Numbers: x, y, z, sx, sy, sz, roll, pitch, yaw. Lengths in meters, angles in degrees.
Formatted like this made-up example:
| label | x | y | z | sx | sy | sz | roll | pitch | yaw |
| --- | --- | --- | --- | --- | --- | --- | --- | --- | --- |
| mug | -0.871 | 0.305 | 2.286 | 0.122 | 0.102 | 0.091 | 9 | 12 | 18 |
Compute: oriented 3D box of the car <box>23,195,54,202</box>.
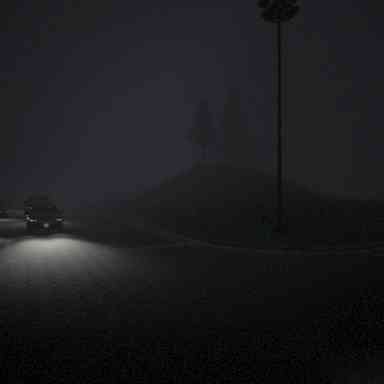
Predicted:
| label | x | y | z | sx | sy | sz | roll | pitch | yaw |
| --- | --- | --- | --- | --- | --- | --- | --- | --- | --- |
| car | -13.702 | 1.284 | 29.676 | 2.150 | 2.045 | 5.566 | 0 | 0 | -26 |

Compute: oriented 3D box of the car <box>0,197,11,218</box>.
| label | x | y | z | sx | sy | sz | roll | pitch | yaw |
| --- | --- | --- | --- | --- | --- | --- | --- | --- | --- |
| car | -17.949 | 1.570 | 30.352 | 1.837 | 1.490 | 4.892 | 0 | 1 | -27 |

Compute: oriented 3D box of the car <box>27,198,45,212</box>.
| label | x | y | z | sx | sy | sz | roll | pitch | yaw |
| --- | --- | --- | --- | --- | --- | --- | --- | --- | --- |
| car | -19.376 | 1.565 | 41.114 | 1.882 | 1.535 | 5.008 | 0 | 1 | -26 |

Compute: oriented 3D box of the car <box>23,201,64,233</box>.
| label | x | y | z | sx | sy | sz | roll | pitch | yaw |
| --- | --- | --- | --- | --- | --- | --- | --- | --- | --- |
| car | -8.916 | 1.534 | 20.081 | 2.128 | 1.511 | 4.902 | 0 | 0 | -27 |

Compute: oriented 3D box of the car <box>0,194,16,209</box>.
| label | x | y | z | sx | sy | sz | roll | pitch | yaw |
| --- | --- | --- | --- | --- | --- | --- | --- | --- | --- |
| car | -25.986 | 1.366 | 46.671 | 2.150 | 2.045 | 5.566 | 0 | 0 | -27 |
